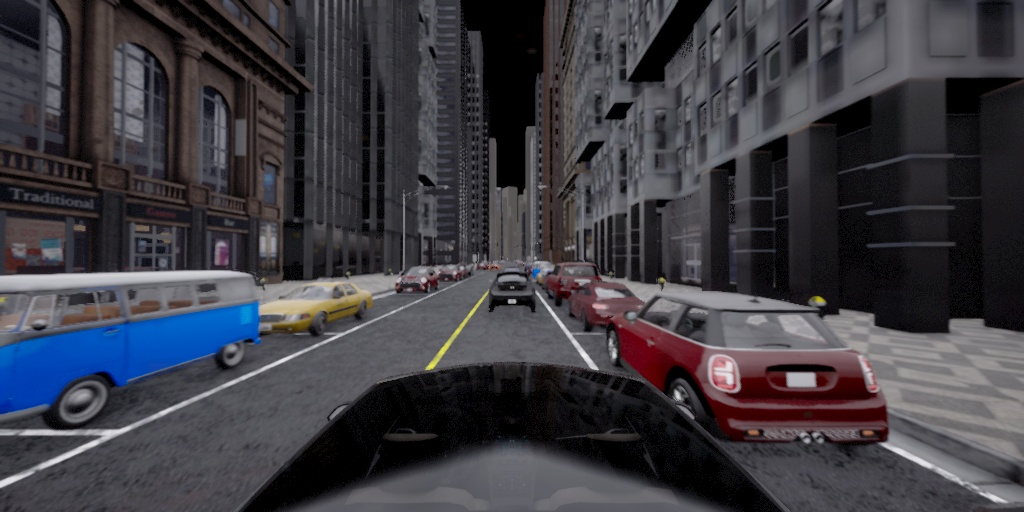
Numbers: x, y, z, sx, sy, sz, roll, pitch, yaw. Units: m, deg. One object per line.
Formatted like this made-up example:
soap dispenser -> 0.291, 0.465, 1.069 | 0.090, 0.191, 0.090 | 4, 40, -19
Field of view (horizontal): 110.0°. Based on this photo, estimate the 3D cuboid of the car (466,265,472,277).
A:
car -> -5.755, 1.727, 38.956 | 1.802, 1.307, 4.207 | 0, 0, 0

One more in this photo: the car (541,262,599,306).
car -> 2.765, 1.221, 16.563 | 2.192, 1.841, 5.009 | 0, 0, 0

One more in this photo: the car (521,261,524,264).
car -> 3.011, 1.713, 58.983 | 2.097, 1.767, 4.553 | 0, -1, 0

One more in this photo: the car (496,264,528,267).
car -> 0.017, 1.590, 29.382 | 2.033, 1.411, 5.357 | 0, -1, 0

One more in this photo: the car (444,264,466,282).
car -> -5.756, 1.525, 33.355 | 1.967, 1.591, 4.097 | 0, 0, 0

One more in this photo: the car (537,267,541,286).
car -> 2.767, 1.548, 22.166 | 1.802, 1.307, 4.207 | 0, 0, 0

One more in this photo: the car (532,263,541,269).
car -> 2.768, 1.551, 27.937 | 1.751, 1.417, 4.829 | 0, 0, 0

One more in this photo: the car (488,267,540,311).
car -> 0.023, 1.400, 15.346 | 1.837, 1.490, 4.892 | 0, 0, 0

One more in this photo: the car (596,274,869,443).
car -> 2.763, 1.228, 5.360 | 1.967, 1.591, 4.097 | 0, 0, 0

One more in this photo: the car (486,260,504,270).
car -> -3.025, 1.770, 64.085 | 2.097, 1.767, 4.553 | 0, -1, 1

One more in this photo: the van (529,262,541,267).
van -> 2.769, 1.426, 33.369 | 1.690, 1.789, 3.998 | 0, 0, 0

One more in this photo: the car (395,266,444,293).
car -> -5.759, 1.406, 22.153 | 1.967, 1.591, 4.097 | 0, 0, 0

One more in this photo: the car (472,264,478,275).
car -> -5.754, 1.771, 44.558 | 1.948, 1.339, 4.313 | 0, 0, 0

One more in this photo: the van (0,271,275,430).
van -> -5.762, 1.129, 5.348 | 1.690, 1.789, 3.998 | 0, 0, 0

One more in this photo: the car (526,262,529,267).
car -> 2.771, 1.787, 44.573 | 1.802, 1.307, 4.207 | 0, 0, 0

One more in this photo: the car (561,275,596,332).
car -> 2.765, 1.429, 10.962 | 1.802, 1.307, 4.207 | 0, 0, 0

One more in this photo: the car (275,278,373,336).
car -> -5.761, 1.372, 10.779 | 1.751, 1.417, 4.829 | 0, 0, 0
